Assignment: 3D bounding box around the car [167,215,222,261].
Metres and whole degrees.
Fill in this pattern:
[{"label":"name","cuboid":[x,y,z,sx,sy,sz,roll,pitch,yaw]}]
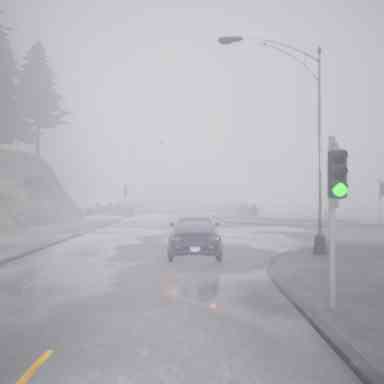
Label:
[{"label":"car","cuboid":[0.097,1.601,12.562,1.812,1.442,4.674,0,0,0]}]
